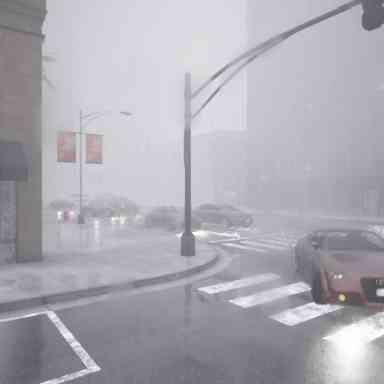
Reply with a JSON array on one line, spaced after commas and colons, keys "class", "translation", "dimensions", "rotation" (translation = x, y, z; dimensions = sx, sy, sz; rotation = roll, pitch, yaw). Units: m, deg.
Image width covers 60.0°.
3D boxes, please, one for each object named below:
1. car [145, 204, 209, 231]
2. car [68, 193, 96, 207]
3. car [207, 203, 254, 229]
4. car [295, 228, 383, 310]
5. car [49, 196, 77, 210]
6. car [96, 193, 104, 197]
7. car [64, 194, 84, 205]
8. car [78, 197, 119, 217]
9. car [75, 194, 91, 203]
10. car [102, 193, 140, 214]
[{"class": "car", "translation": [-1.199, 1.542, 20.380], "dimensions": [1.994, 1.385, 4.181], "rotation": [0, 0, -36]}, {"class": "car", "translation": [-15.733, 1.154, 46.187], "dimensions": [2.150, 2.045, 5.566], "rotation": [0, 0, -35]}, {"class": "car", "translation": [1.874, 1.480, 21.666], "dimensions": [1.837, 1.490, 4.892], "rotation": [0, 0, -36]}, {"class": "car", "translation": [3.667, 1.565, 7.764], "dimensions": [1.994, 1.385, 4.181], "rotation": [0, 0, 9]}, {"class": "car", "translation": [-16.183, 1.541, 41.217], "dimensions": [1.895, 1.301, 4.718], "rotation": [0, 0, -35]}, {"class": "car", "translation": [-14.967, 1.131, 56.487], "dimensions": [2.150, 2.045, 5.566], "rotation": [0, 0, -36]}, {"class": "car", "translation": [-21.129, 1.257, 59.484], "dimensions": [2.097, 1.767, 4.553], "rotation": [0, 0, -36]}, {"class": "car", "translation": [-8.715, 1.485, 30.815], "dimensions": [1.812, 1.442, 4.674], "rotation": [0, 0, -35]}, {"class": "car", "translation": [-21.521, 1.244, 65.484], "dimensions": [2.097, 1.767, 4.553], "rotation": [0, 0, -32]}, {"class": "car", "translation": [-7.180, 1.303, 34.239], "dimensions": [2.097, 1.767, 4.553], "rotation": [0, 0, -36]}]
